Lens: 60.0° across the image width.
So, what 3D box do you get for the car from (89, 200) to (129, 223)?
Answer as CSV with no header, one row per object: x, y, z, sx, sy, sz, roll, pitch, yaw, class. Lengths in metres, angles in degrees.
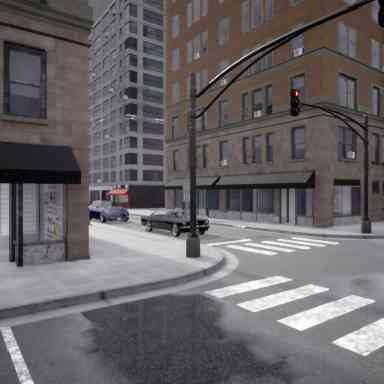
-6.812,1.460,26.815,2.097,1.767,4.553,0,0,-36,car

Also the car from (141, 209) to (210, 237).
-1.046,1.665,18.813,1.895,1.301,4.718,0,0,-35,car
